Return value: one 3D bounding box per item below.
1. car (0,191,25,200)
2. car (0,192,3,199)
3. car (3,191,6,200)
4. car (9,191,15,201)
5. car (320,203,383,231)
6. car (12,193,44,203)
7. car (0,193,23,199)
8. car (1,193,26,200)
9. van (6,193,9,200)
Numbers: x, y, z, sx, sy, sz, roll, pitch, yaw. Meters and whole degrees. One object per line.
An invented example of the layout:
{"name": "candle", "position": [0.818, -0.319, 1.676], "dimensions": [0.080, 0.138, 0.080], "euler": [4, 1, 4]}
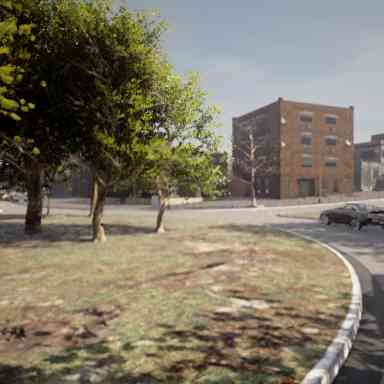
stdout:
{"name": "car", "position": [-43.400, 0.779, 79.950], "dimensions": [5.566, 2.045, 2.435], "euler": [0, 1, -37]}
{"name": "car", "position": [-40.198, 1.104, 75.566], "dimensions": [5.008, 1.535, 2.097], "euler": [0, 1, -37]}
{"name": "car", "position": [-38.440, 1.018, 73.252], "dimensions": [4.553, 1.767, 2.185], "euler": [0, 1, -36]}
{"name": "car", "position": [-33.477, 1.116, 66.545], "dimensions": [4.553, 1.767, 2.185], "euler": [0, 1, -37]}
{"name": "car", "position": [9.872, 1.448, 20.477], "dimensions": [2.128, 1.511, 4.902], "euler": [0, 0, -12]}
{"name": "car", "position": [-30.293, 1.314, 62.142], "dimensions": [4.792, 1.488, 2.163], "euler": [0, 1, -37]}
{"name": "car", "position": [-44.930, 0.989, 82.280], "dimensions": [5.366, 1.575, 1.946], "euler": [0, 1, -37]}
{"name": "car", "position": [-41.767, 1.070, 77.706], "dimensions": [4.892, 1.521, 2.231], "euler": [0, 1, -37]}
{"name": "van", "position": [-35.325, 0.987, 68.794], "dimensions": [4.442, 1.987, 1.878], "euler": [0, 1, -37]}
